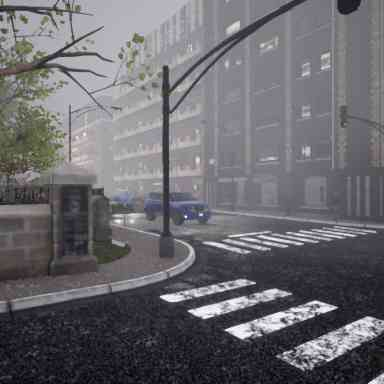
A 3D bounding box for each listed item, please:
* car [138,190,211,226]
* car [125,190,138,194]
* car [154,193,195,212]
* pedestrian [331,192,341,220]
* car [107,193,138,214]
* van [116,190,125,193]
[{"bbox_3d":[-1.102,0.926,21.654,2.150,2.045,5.566,0,1,-36],"label":"car"},{"bbox_3d":[-5.036,0.727,36.855,2.192,1.841,5.009,1,1,-36],"label":"car"},{"bbox_3d":[-1.776,0.950,32.401,1.967,1.590,4.097,1,1,-36],"label":"car"},{"bbox_3d":[9.495,0.901,21.964,0.375,1.860,0.375,1,-1,-36],"label":"pedestrian"},{"bbox_3d":[-6.759,1.098,29.384,1.994,1.385,4.181,0,1,-36],"label":"car"},{"bbox_3d":[-8.299,0.655,41.312,1.690,1.788,3.998,1,1,-36],"label":"van"}]
